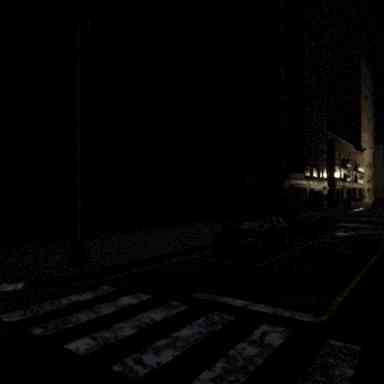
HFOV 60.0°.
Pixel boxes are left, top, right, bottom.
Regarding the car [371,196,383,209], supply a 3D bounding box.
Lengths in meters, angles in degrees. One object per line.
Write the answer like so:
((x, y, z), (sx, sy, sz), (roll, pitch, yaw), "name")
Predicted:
((25.563, 1.588, 45.274), (1.947, 1.339, 4.313), (0, 0, 36), "car")

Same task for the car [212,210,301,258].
((2.416, 1.572, 12.931), (2.008, 1.369, 4.403), (0, 0, 36), "car")

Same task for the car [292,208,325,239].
((5.723, 1.568, 17.551), (1.887, 1.381, 4.507), (0, 0, 36), "car")
